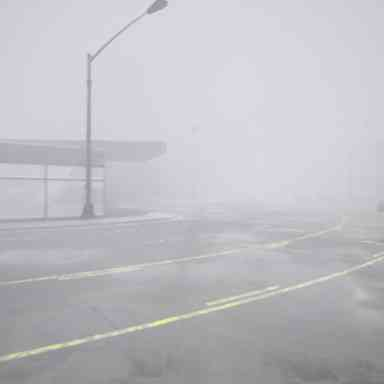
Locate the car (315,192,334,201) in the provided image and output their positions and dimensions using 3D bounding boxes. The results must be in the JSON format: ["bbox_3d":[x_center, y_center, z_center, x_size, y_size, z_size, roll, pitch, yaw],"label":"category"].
[{"bbox_3d":[23.744,0.790,59.694,1.882,1.535,5.008,1,1,1],"label":"car"}]

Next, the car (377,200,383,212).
[{"bbox_3d":[18.789,1.268,30.894,1.994,1.385,4.181,1,1,12],"label":"car"}]

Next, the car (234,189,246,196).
[{"bbox_3d":[13.641,0.081,91.749,2.097,1.767,4.553,1,1,1],"label":"car"}]

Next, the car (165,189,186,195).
[{"bbox_3d":[-3.655,0.049,82.906,4.553,1.767,2.097,1,1,1],"label":"car"}]

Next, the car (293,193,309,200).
[{"bbox_3d":[20.275,0.811,61.786,1.994,1.385,4.181,1,1,1],"label":"car"}]

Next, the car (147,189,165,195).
[{"bbox_3d":[-9.111,0.087,86.470,4.892,1.490,1.837,1,1,1],"label":"car"}]
